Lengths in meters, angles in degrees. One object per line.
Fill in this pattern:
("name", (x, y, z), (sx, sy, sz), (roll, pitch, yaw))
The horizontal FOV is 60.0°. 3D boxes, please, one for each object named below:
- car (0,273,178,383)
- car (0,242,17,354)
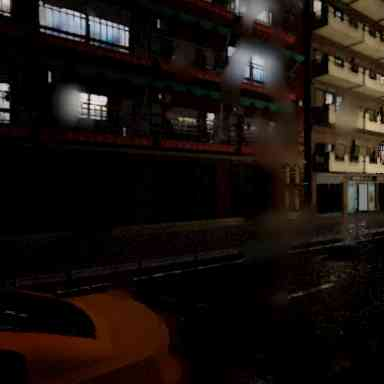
("car", (-2.451, 1.483, 1.937), (5.008, 1.535, 1.882), (0, 0, -35))
("car", (-4.968, 1.611, 4.135), (4.718, 1.301, 1.895), (0, 0, -35))
